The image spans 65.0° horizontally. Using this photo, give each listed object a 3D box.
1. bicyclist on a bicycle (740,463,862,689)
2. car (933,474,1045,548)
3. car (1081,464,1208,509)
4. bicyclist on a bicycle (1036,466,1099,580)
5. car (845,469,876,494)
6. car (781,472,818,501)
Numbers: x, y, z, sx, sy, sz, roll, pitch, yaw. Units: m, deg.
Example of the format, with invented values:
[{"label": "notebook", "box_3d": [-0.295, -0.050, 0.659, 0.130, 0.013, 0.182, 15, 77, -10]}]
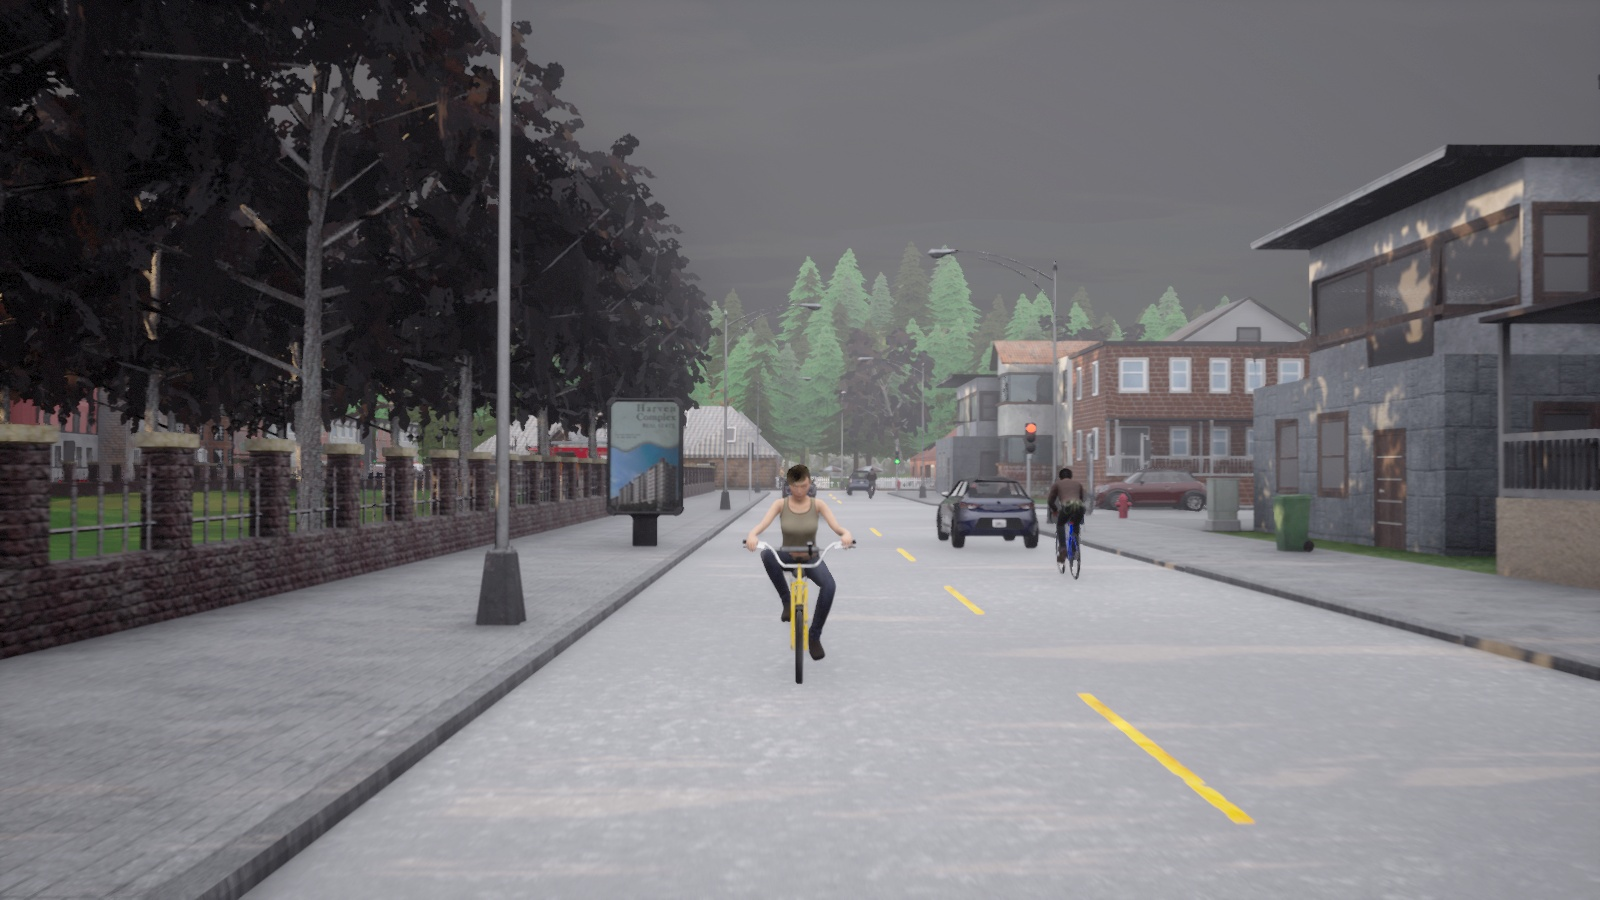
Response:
[{"label": "bicyclist on a bicycle", "box_3d": [0.000, 0.913, 9.741, 0.866, 1.612, 1.509, 0, -1, 0]}, {"label": "car", "box_3d": [4.001, 1.266, 27.238, 1.816, 1.474, 4.193, 0, -1, 0]}, {"label": "car", "box_3d": [13.792, 1.458, 50.470, 4.553, 1.767, 2.097, 0, -1, 0]}, {"label": "bicyclist on a bicycle", "box_3d": [4.004, 1.065, 18.883, 0.582, 1.620, 1.656, 0, 0, 0]}, {"label": "car", "box_3d": [4.001, 2.088, 83.573, 1.851, 1.617, 3.988, 0, -1, 0]}, {"label": "car", "box_3d": [-0.068, 1.967, 68.403, 1.816, 1.474, 4.193, 0, -1, -2]}]
